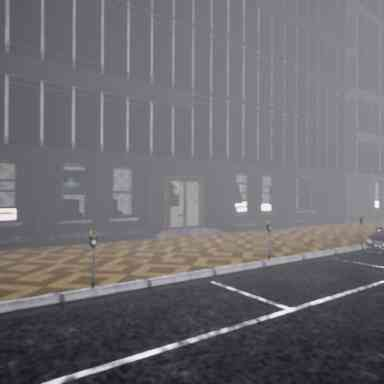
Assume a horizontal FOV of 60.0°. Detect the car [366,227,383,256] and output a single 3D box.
[{"bbox_3d":[8.191,1.673,12.392,4.403,1.369,2.008,1,0,-35],"label":"car"}]
